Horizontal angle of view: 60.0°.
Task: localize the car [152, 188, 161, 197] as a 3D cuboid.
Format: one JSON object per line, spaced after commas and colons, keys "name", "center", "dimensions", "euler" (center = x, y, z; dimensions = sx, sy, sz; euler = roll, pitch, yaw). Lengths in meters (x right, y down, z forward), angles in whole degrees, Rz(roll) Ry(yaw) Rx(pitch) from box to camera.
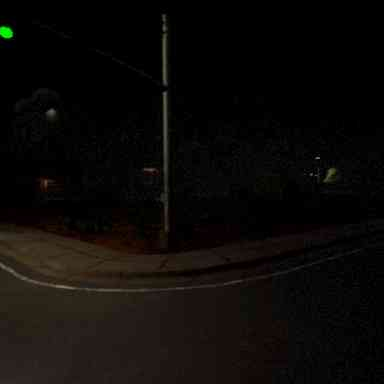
{"name": "car", "center": [-8.419, 0.089, 79.605], "dimensions": [1.905, 1.878, 3.866], "euler": [5, 3, 3]}
